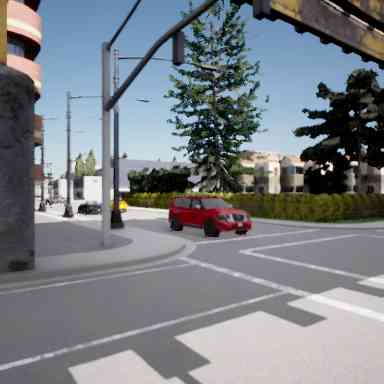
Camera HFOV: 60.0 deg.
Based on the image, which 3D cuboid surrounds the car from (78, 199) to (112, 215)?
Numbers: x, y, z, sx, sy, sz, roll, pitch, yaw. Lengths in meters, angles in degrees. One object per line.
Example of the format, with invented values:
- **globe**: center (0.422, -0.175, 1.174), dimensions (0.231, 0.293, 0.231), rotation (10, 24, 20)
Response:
- **car**: center (-10.032, 1.567, 33.581), dimensions (1.994, 1.385, 4.181), rotation (0, 0, -35)

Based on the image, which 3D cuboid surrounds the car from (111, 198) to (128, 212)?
- **car**: center (-9.243, 1.482, 38.901), dimensions (1.882, 1.535, 5.008), rotation (0, 0, -35)

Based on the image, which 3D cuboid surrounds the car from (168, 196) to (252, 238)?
- **car**: center (0.756, 1.226, 18.193), dimensions (2.150, 2.045, 5.566), rotation (0, 0, -34)

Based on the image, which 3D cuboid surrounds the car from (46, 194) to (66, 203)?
- **car**: center (-19.160, 1.012, 46.715), dimensions (2.097, 1.767, 4.553), rotation (0, 0, -35)
